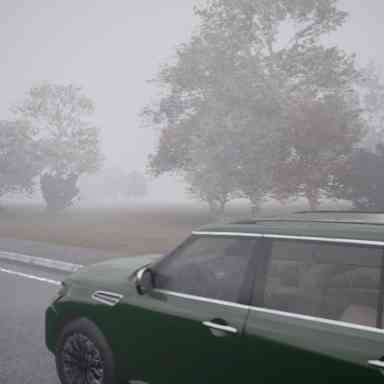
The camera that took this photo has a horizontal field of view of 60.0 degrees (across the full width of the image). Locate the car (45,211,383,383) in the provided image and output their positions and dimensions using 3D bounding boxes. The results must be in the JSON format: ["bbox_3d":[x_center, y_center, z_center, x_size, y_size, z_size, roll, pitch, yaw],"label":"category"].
[{"bbox_3d":[0.892,1.215,3.284,5.566,2.045,2.150,0,0,35],"label":"car"}]
